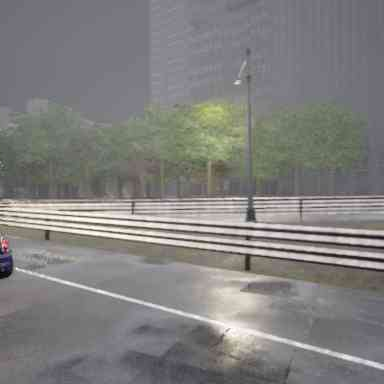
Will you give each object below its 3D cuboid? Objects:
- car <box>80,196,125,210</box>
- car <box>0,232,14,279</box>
[{"bbox_3d":[-7.323,1.034,26.452,4.553,1.767,2.097,-1,0,9],"label":"car"},{"bbox_3d":[-6.720,1.340,8.771,4.553,1.767,2.097,0,0,36],"label":"car"}]
